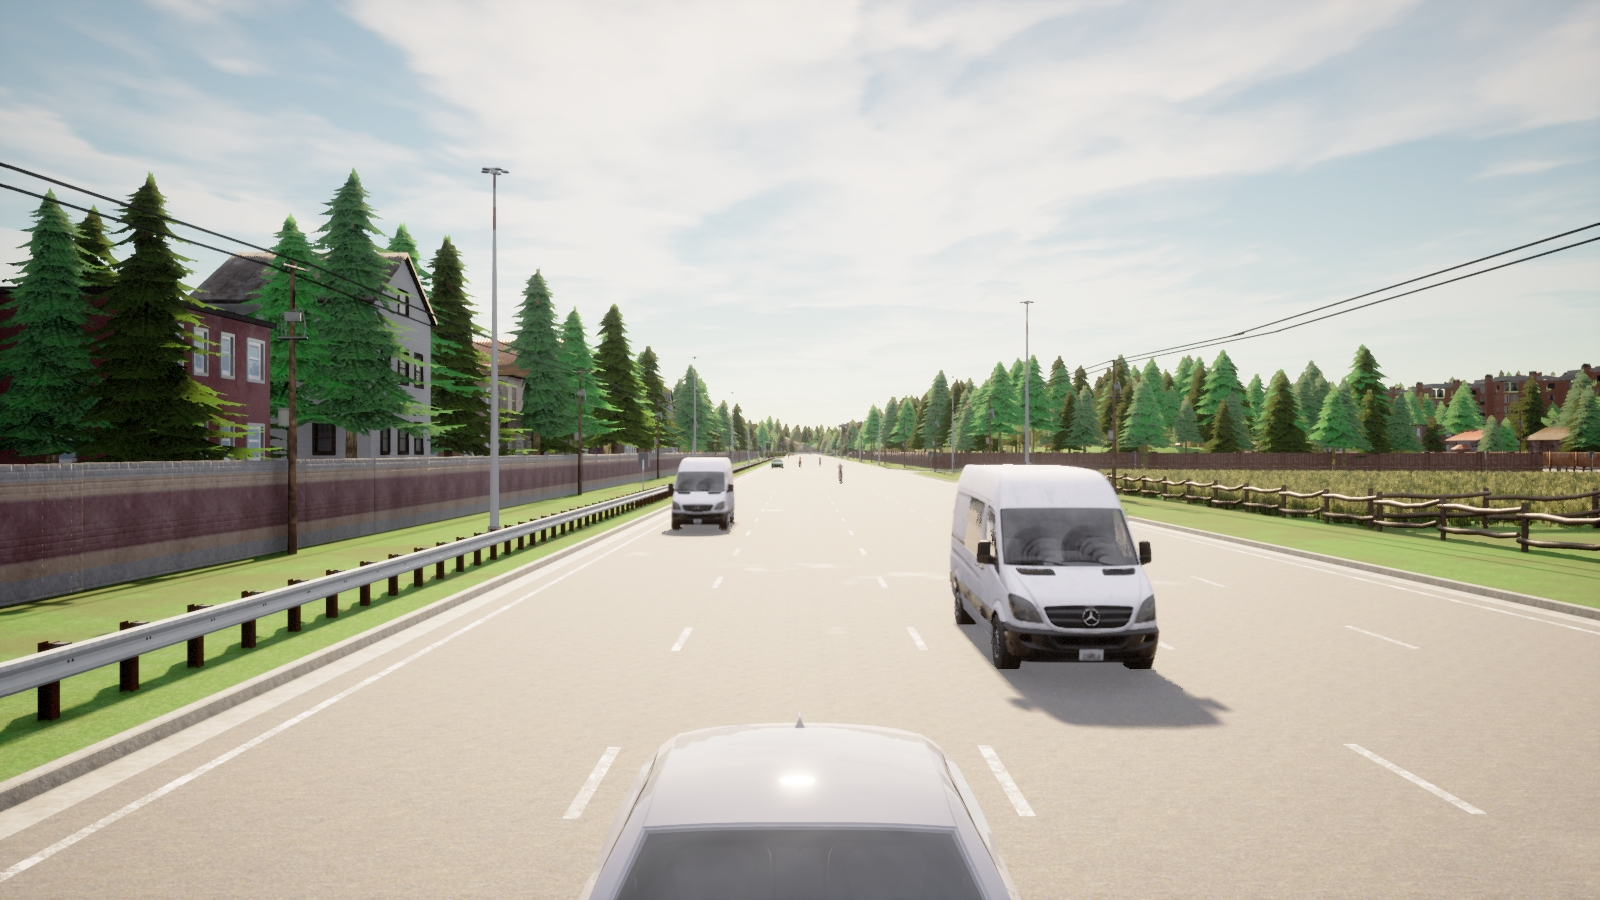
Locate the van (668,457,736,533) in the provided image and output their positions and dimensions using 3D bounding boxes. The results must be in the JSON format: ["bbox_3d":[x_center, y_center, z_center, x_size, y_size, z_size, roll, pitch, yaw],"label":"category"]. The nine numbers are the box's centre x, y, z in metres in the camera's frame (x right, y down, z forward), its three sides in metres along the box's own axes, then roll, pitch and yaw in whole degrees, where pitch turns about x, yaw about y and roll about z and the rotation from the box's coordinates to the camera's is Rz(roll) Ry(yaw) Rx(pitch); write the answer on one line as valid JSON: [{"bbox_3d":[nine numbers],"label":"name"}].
[{"bbox_3d":[-3.510,1.562,41.995,1.988,2.561,5.915,0,0,0],"label":"van"}]

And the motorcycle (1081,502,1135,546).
[{"bbox_3d":[9.296,2.209,34.542,0.803,1.199,2.033,0,0,-9],"label":"motorcycle"}]

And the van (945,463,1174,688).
[{"bbox_3d":[3.493,1.541,16.667,1.988,2.561,5.915,0,1,0],"label":"van"}]

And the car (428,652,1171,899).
[{"bbox_3d":[-0.001,2.038,4.684,2.097,1.535,5.006,0,0,0],"label":"car"}]
